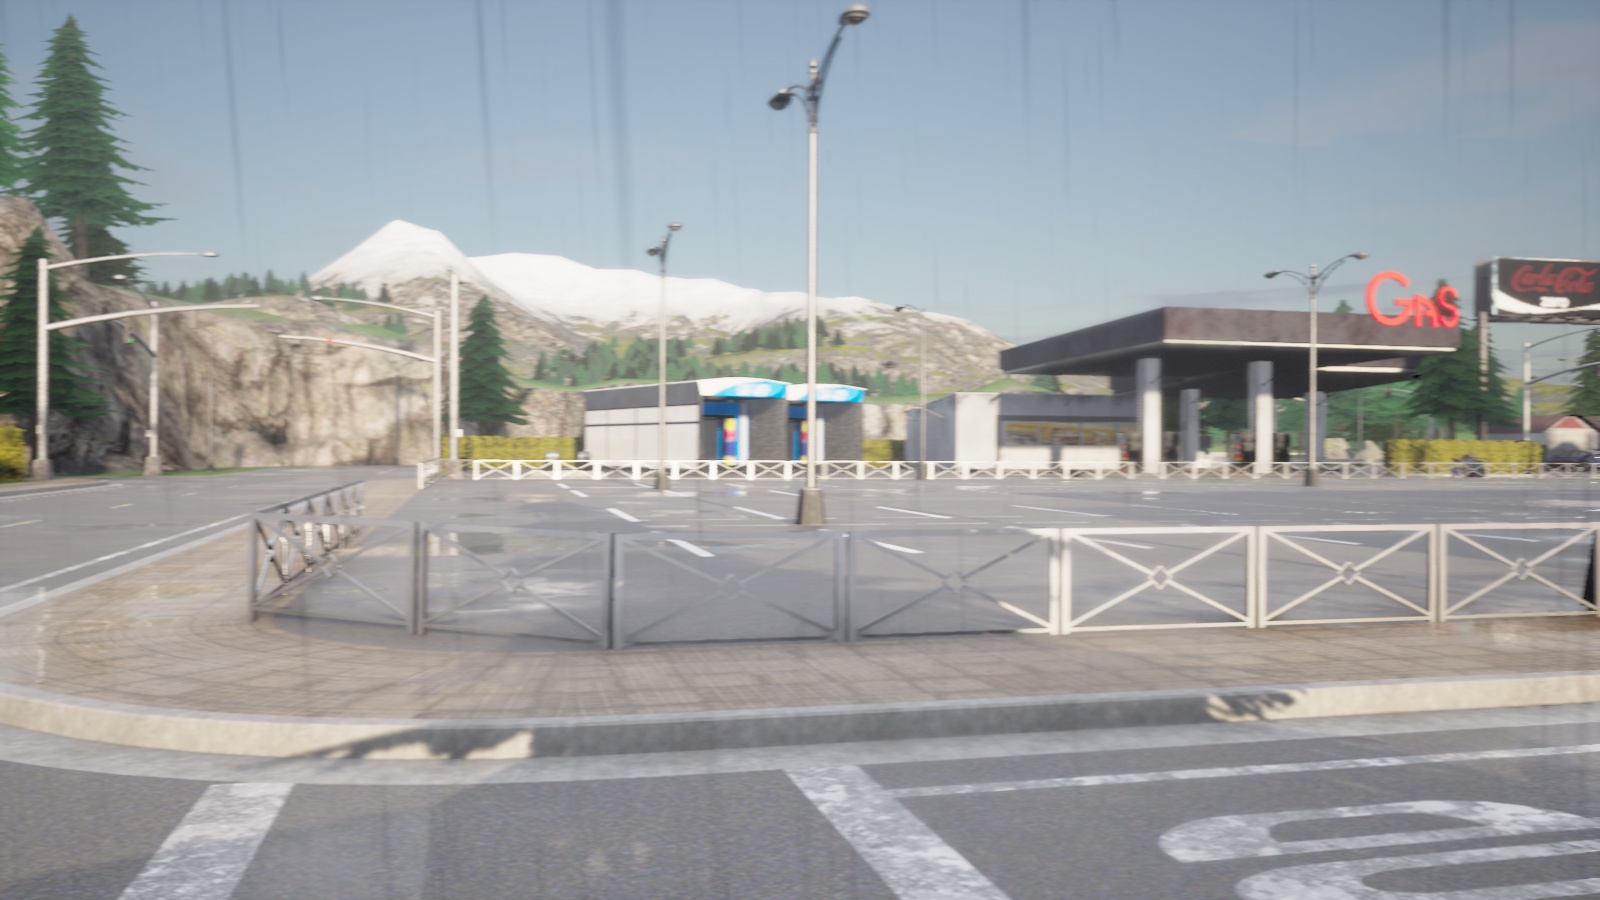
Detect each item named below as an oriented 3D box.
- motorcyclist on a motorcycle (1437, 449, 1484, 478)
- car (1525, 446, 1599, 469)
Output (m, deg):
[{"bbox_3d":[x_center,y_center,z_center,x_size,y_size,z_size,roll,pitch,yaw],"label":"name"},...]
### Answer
[{"bbox_3d":[35.186,0.722,66.861,2.191,1.530,0.866,0,0,-14],"label":"motorcyclist on a motorcycle"},{"bbox_3d":[51.425,0.485,84.163,2.163,1.488,4.792,0,0,-16],"label":"car"}]
